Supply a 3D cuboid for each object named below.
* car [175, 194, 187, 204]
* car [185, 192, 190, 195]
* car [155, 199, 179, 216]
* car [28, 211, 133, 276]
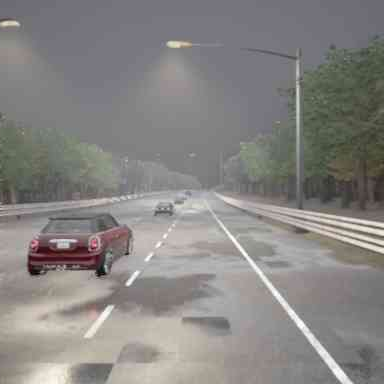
[{"bbox_3d":[-2.472,1.603,63.031,2.033,1.411,5.357,0,1,1],"label":"car"},{"bbox_3d":[-2.182,1.356,80.170,1.895,1.301,4.718,0,1,1],"label":"car"},{"bbox_3d":[-2.905,1.758,35.996,2.033,1.411,5.357,0,0,1],"label":"car"},{"bbox_3d":[-3.313,1.434,10.780,2.097,1.767,4.553,0,0,1],"label":"car"}]
